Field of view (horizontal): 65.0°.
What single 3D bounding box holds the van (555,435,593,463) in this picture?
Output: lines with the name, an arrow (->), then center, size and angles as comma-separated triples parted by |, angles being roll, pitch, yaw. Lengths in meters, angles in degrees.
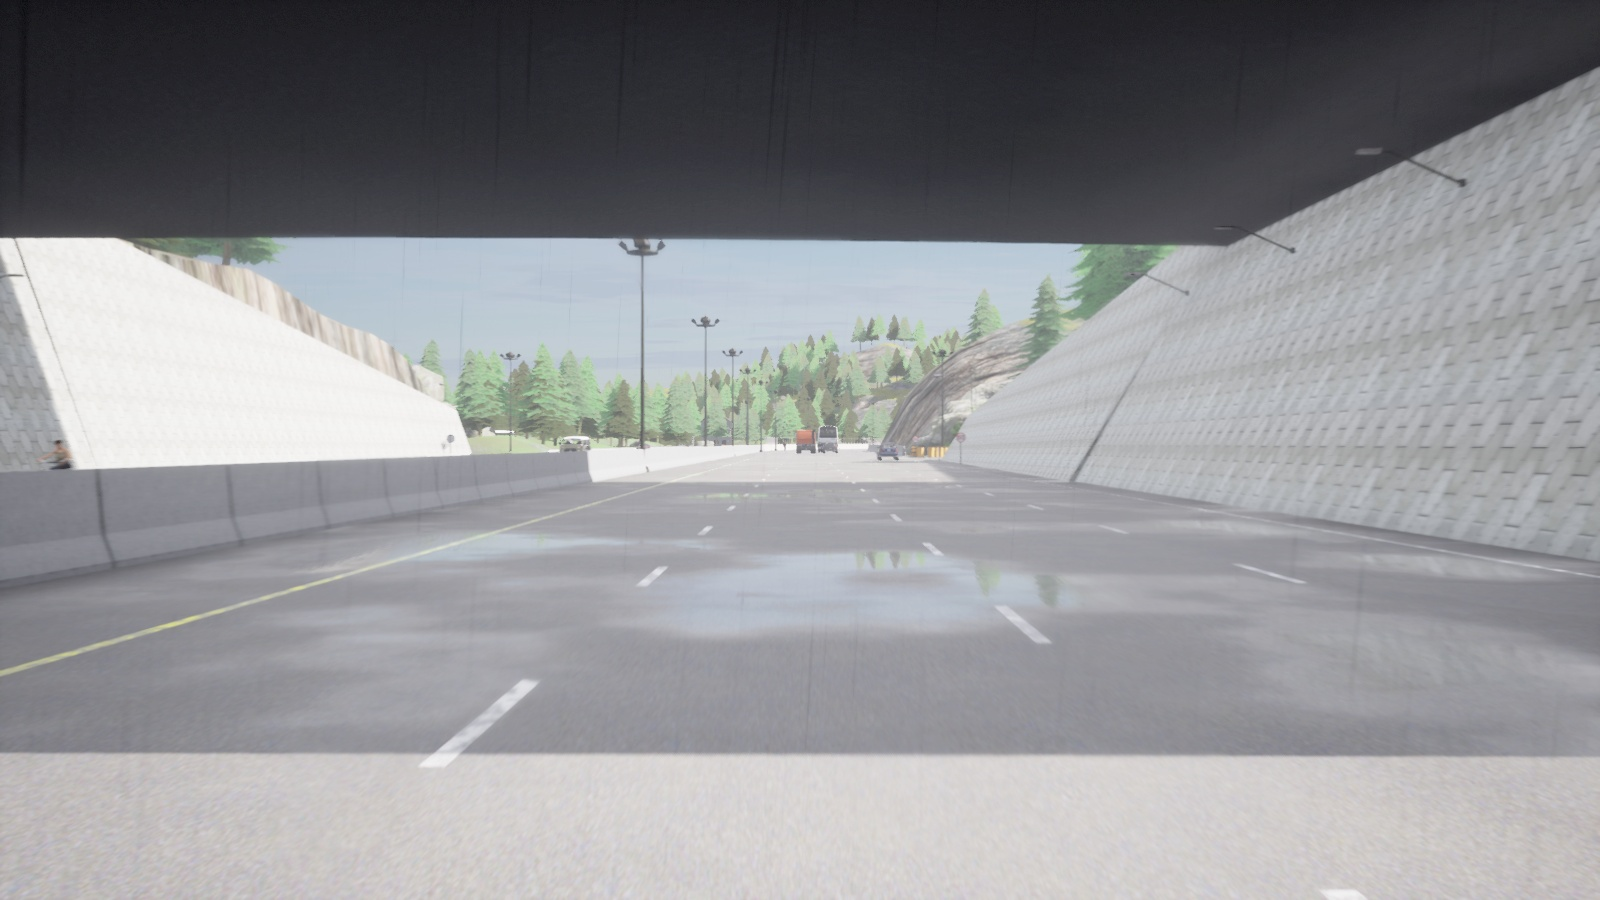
van -> -17.022, -0.071, 94.913 | 2.069, 2.038, 4.480 | 0, 0, 0
